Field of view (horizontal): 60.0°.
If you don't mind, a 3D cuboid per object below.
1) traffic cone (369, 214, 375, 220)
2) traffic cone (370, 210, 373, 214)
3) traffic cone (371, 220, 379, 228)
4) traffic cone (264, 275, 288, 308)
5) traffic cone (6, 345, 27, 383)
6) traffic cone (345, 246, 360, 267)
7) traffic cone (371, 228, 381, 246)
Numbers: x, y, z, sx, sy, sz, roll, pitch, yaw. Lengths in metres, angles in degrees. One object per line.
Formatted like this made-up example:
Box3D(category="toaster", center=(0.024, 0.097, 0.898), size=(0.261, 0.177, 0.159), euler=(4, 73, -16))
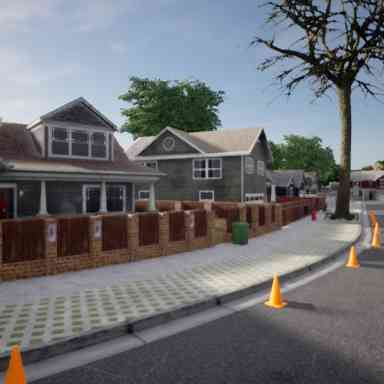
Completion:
Box3D(category="traffic cone", center=(12.317, 1.941, 22.470), size=(0.340, 0.580, 0.340), euler=(0, 0, 27))
Box3D(category="traffic cone", center=(14.603, 1.938, 26.917), size=(0.340, 0.580, 0.340), euler=(0, 0, 27))
Box3D(category="traffic cone", center=(10.031, 1.943, 18.023), size=(0.340, 0.580, 0.340), euler=(0, 0, 27))
Box3D(category="traffic cone", center=(1.680, 1.952, 6.651), size=(0.340, 0.580, 0.340), euler=(0, 0, -44))
Box3D(category="traffic cone", center=(-1.904, 1.955, 3.591), size=(0.340, 0.580, 0.340), euler=(0, 0, -37))
Box3D(category="traffic cone", center=(4.888, 1.949, 10.102), size=(0.340, 0.580, 0.340), euler=(0, 0, 40))
Box3D(category="traffic cone", center=(7.677, 1.946, 13.900), size=(0.340, 0.580, 0.340), euler=(0, 0, 33))
